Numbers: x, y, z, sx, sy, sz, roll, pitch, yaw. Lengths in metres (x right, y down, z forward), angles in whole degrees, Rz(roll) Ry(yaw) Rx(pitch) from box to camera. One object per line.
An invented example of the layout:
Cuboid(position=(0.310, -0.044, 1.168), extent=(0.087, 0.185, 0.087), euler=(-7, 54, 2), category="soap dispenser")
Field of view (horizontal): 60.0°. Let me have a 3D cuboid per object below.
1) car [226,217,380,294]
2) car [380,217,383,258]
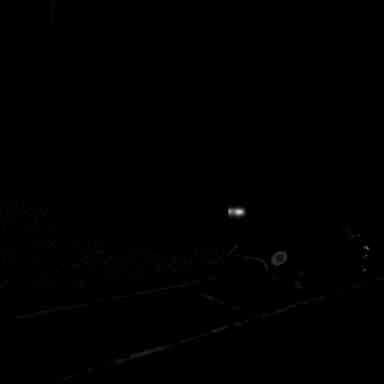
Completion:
Cuboid(position=(2.806, 1.432, 8.664), extent=(4.097, 1.590, 1.967), euler=(0, -1, -35), category="car")
Cuboid(position=(7.290, 1.553, 11.860), extent=(4.313, 1.339, 1.947), euler=(0, -1, -35), category="car")
